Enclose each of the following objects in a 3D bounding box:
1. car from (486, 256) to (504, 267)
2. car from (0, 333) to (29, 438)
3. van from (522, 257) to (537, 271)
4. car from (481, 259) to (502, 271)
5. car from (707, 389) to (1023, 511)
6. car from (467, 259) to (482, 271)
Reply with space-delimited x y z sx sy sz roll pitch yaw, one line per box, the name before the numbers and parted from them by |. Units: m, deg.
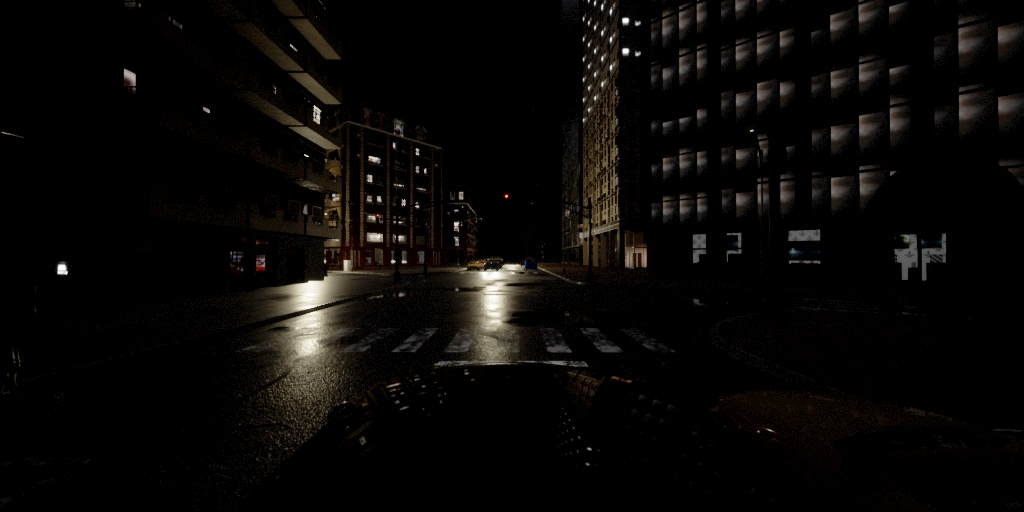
car | -2.785 1.036 59.145 2.150 2.045 5.566 0 0 0
car | -5.318 1.064 1.069 2.192 1.841 5.009 0 0 0
van | 2.609 1.136 50.060 1.690 1.789 3.998 0 0 0
car | -2.805 1.395 49.222 1.895 1.301 4.718 0 0 0
car | 2.563 1.275 1.237 1.751 1.417 4.829 0 0 0
car | -5.272 1.321 49.898 1.751 1.417 4.829 0 0 0
